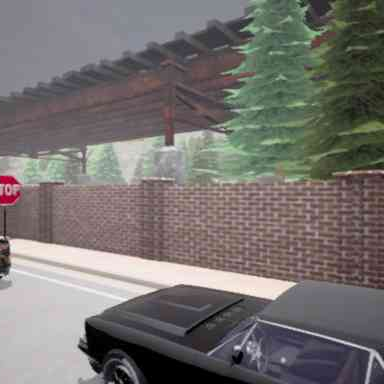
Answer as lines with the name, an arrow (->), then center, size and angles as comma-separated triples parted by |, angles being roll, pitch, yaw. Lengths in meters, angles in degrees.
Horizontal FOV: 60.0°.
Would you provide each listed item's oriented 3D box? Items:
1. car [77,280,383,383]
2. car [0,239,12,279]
car -> 1.035, 1.599, 3.194 | 4.718, 1.301, 1.895 | 0, 0, 35
car -> -6.613, 1.459, 8.556 | 5.008, 1.535, 1.882 | 0, 0, 35
